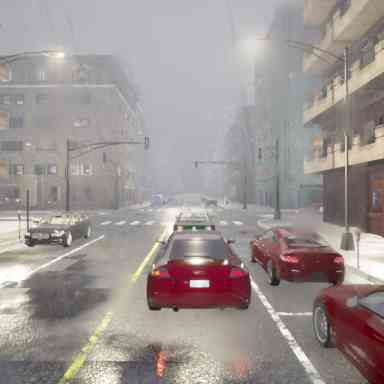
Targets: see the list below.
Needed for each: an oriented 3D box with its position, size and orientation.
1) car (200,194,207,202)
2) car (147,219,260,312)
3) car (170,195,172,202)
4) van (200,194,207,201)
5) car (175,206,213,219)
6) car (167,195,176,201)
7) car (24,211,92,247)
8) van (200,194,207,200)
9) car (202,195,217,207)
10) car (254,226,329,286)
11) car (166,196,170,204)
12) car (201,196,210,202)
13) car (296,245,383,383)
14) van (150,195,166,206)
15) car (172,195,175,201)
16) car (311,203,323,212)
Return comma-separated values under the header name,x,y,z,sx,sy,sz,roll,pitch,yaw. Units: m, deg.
name,x,y,z,sx,sy,sz,roll,pitch,yaw
car,2.958,1.558,69.789,2.008,1.369,4.403,1,0,0
car,0.104,1.566,7.800,1.994,1.385,4.181,0,0,-1
car,-5.455,1.448,64.194,1.967,1.590,4.097,1,0,0
van,3.065,1.349,86.800,1.690,1.788,3.998,1,0,0
car,0.098,1.604,16.618,1.895,1.301,4.718,0,0,0
car,-5.318,1.554,86.877,1.887,1.381,4.507,1,0,0
car,-5.774,1.554,14.816,2.008,1.369,4.403,1,0,0
van,3.100,1.349,92.470,1.690,1.788,3.998,1,0,0
car,2.951,1.558,51.202,2.008,1.369,4.403,1,0,0
car,2.665,1.584,9.079,1.802,1.307,4.206,1,0,0
car,-5.492,1.574,58.524,1.947,1.339,4.313,1,0,0
car,2.992,1.590,75.460,1.802,1.307,4.206,1,0,0
car,2.667,1.583,3.408,1.802,1.307,4.206,1,0,0
van,-5.598,1.349,52.861,1.690,1.788,3.998,1,0,0
car,-5.388,1.575,75.536,1.947,1.339,4.313,1,0,0
car,15.538,1.518,36.978,4.507,1.381,1.887,0,-1,1
